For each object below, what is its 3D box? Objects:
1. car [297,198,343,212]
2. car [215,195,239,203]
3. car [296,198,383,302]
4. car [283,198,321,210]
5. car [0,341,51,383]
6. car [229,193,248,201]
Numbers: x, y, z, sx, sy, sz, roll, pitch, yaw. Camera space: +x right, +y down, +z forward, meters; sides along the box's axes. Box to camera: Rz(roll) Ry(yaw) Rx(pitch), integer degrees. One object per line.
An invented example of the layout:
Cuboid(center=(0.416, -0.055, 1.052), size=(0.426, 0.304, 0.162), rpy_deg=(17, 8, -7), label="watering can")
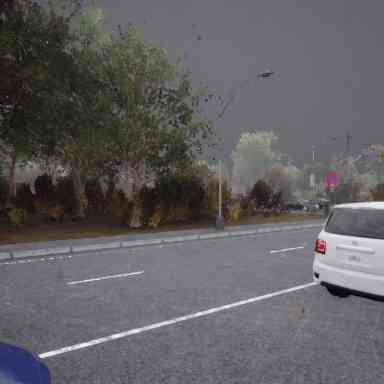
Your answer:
Cuboid(center=(15.511, 1.491, 40.505), size=(2.128, 1.511, 4.902), rpy_deg=(0, 0, -32), label="car")
Cuboid(center=(7.004, 1.333, 67.380), size=(2.128, 1.511, 4.902), rpy_deg=(0, 1, -33), label="car")
Cuboid(center=(4.997, 1.221, 7.320), size=(5.566, 2.045, 2.150), rpy_deg=(0, 0, -35), label="car")
Cuboid(center=(12.482, 1.492, 38.720), size=(2.128, 1.511, 4.902), rpy_deg=(0, 0, -33), label="car")
Cuboid(center=(-3.122, 1.526, 1.515), size=(4.674, 1.442, 1.812), rpy_deg=(0, 0, -36), label="car")
Cuboid(center=(7.235, 1.213, 47.049), size=(2.150, 2.045, 5.566), rpy_deg=(0, 0, -32), label="car")
